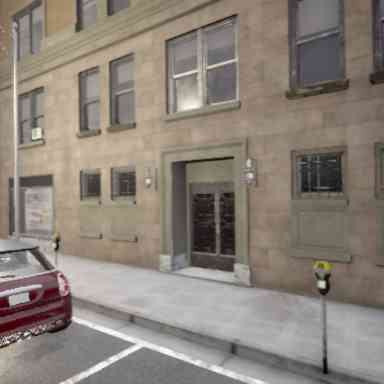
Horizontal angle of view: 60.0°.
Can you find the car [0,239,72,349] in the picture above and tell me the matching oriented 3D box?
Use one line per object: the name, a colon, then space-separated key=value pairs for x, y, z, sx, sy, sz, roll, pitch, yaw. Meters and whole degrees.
car: x=-3.935 y=1.500 z=5.664 sx=4.097 sy=1.590 sz=1.967 roll=-1 pitch=-1 yaw=36
